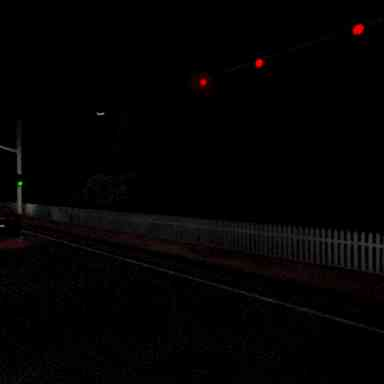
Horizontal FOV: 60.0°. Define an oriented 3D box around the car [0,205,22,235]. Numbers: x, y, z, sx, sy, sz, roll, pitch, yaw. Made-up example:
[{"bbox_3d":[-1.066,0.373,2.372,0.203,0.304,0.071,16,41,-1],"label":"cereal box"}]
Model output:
[{"bbox_3d":[-10.279,1.386,16.942,1.882,1.535,5.008,-1,1,-43],"label":"car"}]
